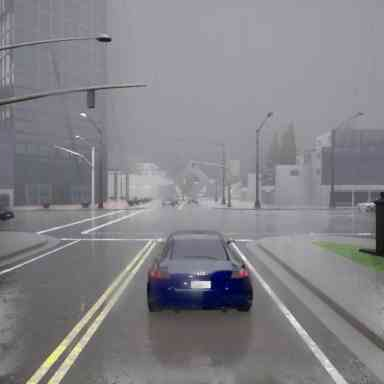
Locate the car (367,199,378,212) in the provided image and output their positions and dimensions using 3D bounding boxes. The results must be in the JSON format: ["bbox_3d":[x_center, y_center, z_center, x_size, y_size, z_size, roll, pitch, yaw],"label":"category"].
[{"bbox_3d":[20.529,1.515,33.608,4.181,1.385,1.994,0,0,0],"label":"car"}]

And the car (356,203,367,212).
[{"bbox_3d":[20.770,1.477,37.123,4.674,1.442,1.812,0,0,-2],"label":"car"}]

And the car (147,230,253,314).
[{"bbox_3d":[0.093,1.564,7.727,1.994,1.385,4.181,0,0,-2],"label":"car"}]

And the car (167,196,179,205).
[{"bbox_3d":[-3.500,1.505,61.605,1.837,1.490,4.892,0,0,1],"label":"car"}]

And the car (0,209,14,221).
[{"bbox_3d":[-16.375,1.672,26.147,4.181,1.385,1.994,-1,0,0],"label":"car"}]

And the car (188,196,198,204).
[{"bbox_3d":[0.166,1.547,66.282,2.033,1.411,5.357,0,0,1],"label":"car"}]

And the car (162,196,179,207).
[{"bbox_3d":[-3.553,1.491,51.205,2.128,1.511,4.902,0,0,0],"label":"car"}]
